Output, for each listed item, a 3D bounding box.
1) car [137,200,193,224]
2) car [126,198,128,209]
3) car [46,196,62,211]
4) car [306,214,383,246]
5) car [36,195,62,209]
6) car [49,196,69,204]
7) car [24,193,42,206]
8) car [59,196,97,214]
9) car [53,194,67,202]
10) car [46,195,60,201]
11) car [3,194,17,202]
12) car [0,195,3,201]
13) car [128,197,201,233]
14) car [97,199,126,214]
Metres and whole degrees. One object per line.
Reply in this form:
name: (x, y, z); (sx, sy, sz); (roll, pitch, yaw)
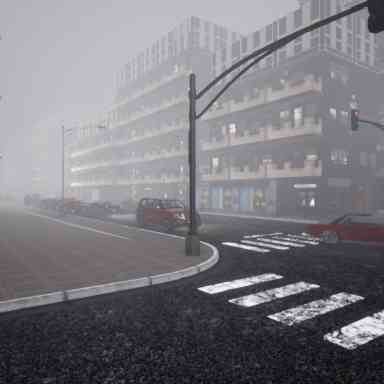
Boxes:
car: (-2.159, 1.411, 24.924); (1.882, 1.535, 5.008); (0, 0, -36)
car: (-8.061, 1.465, 42.947); (1.802, 1.307, 4.206); (0, 0, -36)
car: (-14.848, 1.451, 38.030); (1.947, 1.339, 4.313); (0, 0, -36)
car: (7.425, 1.599, 13.881); (4.718, 1.301, 1.895); (0, 0, 37)
car: (-18.171, 1.436, 42.619); (1.947, 1.339, 4.313); (0, 0, -36)
car: (-24.517, 1.383, 61.265); (2.033, 1.411, 5.357); (0, 0, -37)
car: (-24.815, 1.162, 51.793); (2.192, 1.841, 5.009); (0, 0, -36)
car: (-11.524, 1.444, 33.442); (1.887, 1.381, 4.507); (0, 0, -36)
car: (-27.996, 1.269, 70.472); (1.967, 1.590, 4.097); (0, 0, -36)
car: (-31.318, 1.379, 75.058); (2.008, 1.369, 4.403); (0, 0, -36)
car: (-38.107, 1.412, 70.144); (1.802, 1.307, 4.206); (0, 0, -36)
car: (-41.430, 1.269, 74.730); (1.967, 1.590, 4.097); (0, 0, -36)
car: (-1.556, 1.264, 19.679); (2.192, 1.841, 5.009); (0, 0, -36)
car: (-8.919, 1.503, 34.265); (1.895, 1.301, 4.718); (0, 0, -36)
